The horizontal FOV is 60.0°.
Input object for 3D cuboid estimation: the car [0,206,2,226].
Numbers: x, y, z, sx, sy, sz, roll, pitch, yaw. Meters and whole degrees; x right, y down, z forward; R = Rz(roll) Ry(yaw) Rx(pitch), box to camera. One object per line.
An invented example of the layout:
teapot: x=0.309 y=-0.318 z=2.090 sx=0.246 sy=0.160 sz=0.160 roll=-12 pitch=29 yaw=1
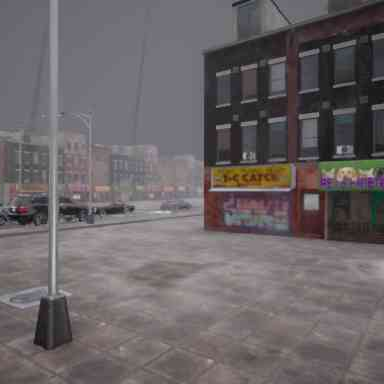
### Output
car: x=-12.598 y=1.515 z=23.380 sx=1.994 sy=1.385 sz=4.181 roll=0 pitch=0 yaw=36

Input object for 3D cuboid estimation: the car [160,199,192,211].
car: x=-1.836 y=1.447 z=38.609 sx=1.994 sy=1.385 sz=4.181 roll=0 pitch=0 yaw=35

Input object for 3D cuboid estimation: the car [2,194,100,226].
car: x=-9.437 y=1.176 z=22.753 sx=2.150 sy=2.045 sz=5.566 roll=0 pitch=0 yaw=35

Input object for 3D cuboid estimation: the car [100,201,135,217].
car: x=-7.556 y=1.520 z=30.516 sx=1.895 sy=1.301 sz=4.718 roll=0 pitch=0 yaw=36
